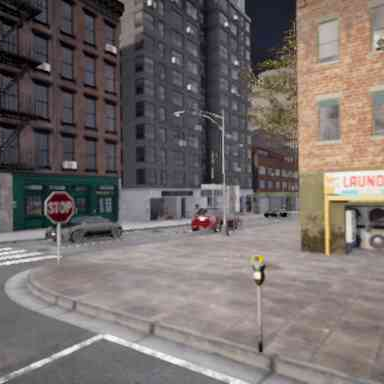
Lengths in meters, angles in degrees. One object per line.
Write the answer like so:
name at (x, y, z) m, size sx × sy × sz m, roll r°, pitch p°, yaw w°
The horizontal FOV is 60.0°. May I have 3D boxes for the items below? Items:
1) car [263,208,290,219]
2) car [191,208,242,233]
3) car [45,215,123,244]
car at (10.736, 2.749, 42.169) m, size 1.895 × 1.301 × 4.718 m, roll -1°, pitch -2°, yaw 35°
car at (1.913, 1.959, 24.445) m, size 2.097 × 1.767 × 4.553 m, roll -1°, pitch -2°, yaw 35°
car at (-5.869, 1.989, 18.448) m, size 1.994 × 1.385 × 4.181 m, roll -1°, pitch -2°, yaw 35°
